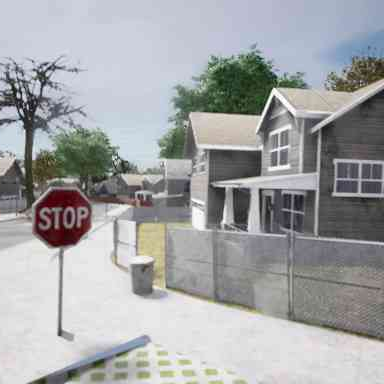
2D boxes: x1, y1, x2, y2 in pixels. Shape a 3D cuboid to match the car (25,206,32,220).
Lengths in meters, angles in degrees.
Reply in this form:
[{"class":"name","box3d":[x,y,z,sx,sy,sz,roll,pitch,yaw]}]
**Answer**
[{"class":"car","box3d":[-14.737,1.808,32.990,2.097,1.767,4.553,1,-1,-7]}]
